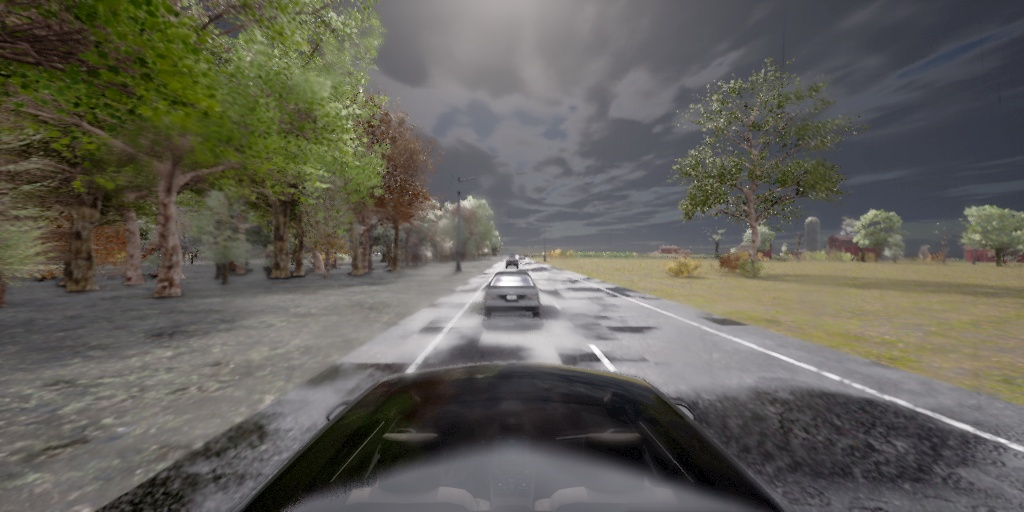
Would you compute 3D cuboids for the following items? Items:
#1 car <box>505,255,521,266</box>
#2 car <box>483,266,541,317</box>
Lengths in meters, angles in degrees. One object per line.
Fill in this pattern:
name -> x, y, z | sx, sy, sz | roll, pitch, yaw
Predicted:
car -> 0.010, 0.986, 53.321 | 1.837, 1.490, 4.892 | 0, 0, 0
car -> 0.004, 1.243, 12.927 | 2.033, 1.411, 5.357 | 0, 0, 0
